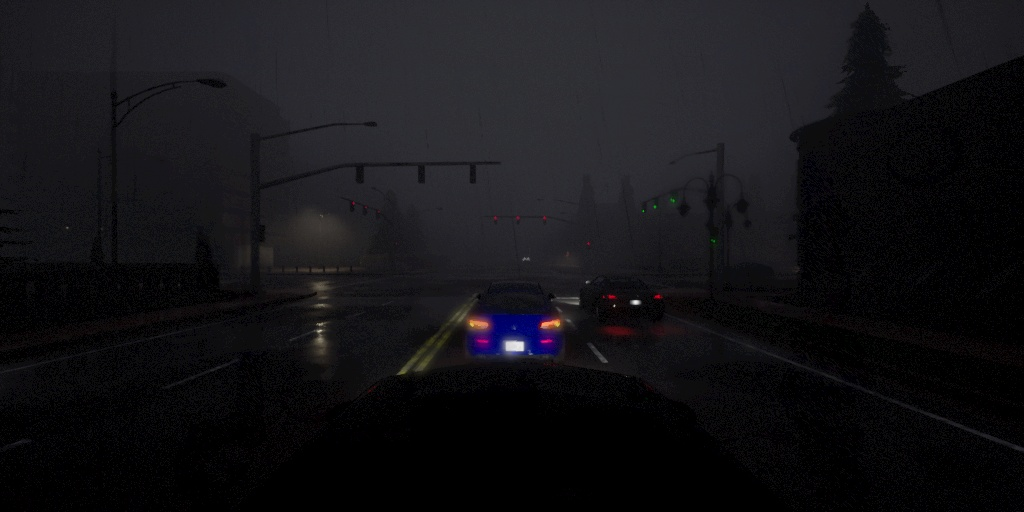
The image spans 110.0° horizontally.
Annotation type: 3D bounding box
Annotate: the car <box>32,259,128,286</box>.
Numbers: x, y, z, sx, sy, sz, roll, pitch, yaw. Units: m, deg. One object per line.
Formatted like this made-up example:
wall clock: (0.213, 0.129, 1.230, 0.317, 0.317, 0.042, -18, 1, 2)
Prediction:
car: (-28.679, 1.102, 23.903, 4.553, 1.767, 2.097, 0, 0, 0)

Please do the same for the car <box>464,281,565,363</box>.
car: (0.063, 1.276, 8.010, 1.812, 1.442, 4.674, 0, 0, 0)

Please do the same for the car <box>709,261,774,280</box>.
car: (19.589, 1.227, 30.775, 5.008, 1.535, 1.882, 0, 0, -1)

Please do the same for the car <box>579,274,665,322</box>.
car: (3.580, 1.314, 12.362, 1.994, 1.385, 4.181, 0, 0, 0)

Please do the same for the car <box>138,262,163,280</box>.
car: (-26.995, 1.227, 27.399, 5.008, 1.535, 1.882, 0, 0, 0)
